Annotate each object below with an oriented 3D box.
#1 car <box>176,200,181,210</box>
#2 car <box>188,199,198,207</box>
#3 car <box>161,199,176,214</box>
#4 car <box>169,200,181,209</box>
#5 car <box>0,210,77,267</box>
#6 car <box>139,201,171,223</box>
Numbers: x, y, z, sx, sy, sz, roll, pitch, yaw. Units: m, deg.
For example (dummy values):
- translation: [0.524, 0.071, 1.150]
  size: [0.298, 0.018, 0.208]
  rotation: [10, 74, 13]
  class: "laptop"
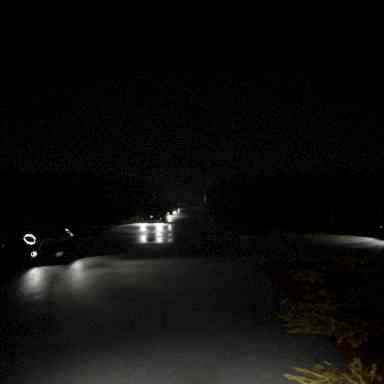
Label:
- translation: [-3.059, 1.825, 48.008]
  size: [2.128, 1.511, 4.902]
  rotation: [0, -2, 0]
  class: "car"
- translation: [0.281, 2.293, 69.126]
  size: [2.128, 1.511, 4.902]
  rotation: [0, -1, 0]
  class: "car"
- translation: [-3.096, 1.705, 37.716]
  size: [1.837, 1.490, 4.892]
  rotation: [0, 0, 0]
  class: "car"
- translation: [-2.994, 2.105, 58.295]
  size: [1.837, 1.490, 4.892]
  rotation: [0, -1, 1]
  class: "car"
- translation: [-6.299, 1.454, 11.712]
  size: [4.553, 1.767, 2.097]
  rotation: [-1, 1, 26]
  class: "car"
- translation: [-3.118, 1.736, 27.515]
  size: [1.994, 1.385, 4.181]
  rotation: [0, -1, 0]
  class: "car"
